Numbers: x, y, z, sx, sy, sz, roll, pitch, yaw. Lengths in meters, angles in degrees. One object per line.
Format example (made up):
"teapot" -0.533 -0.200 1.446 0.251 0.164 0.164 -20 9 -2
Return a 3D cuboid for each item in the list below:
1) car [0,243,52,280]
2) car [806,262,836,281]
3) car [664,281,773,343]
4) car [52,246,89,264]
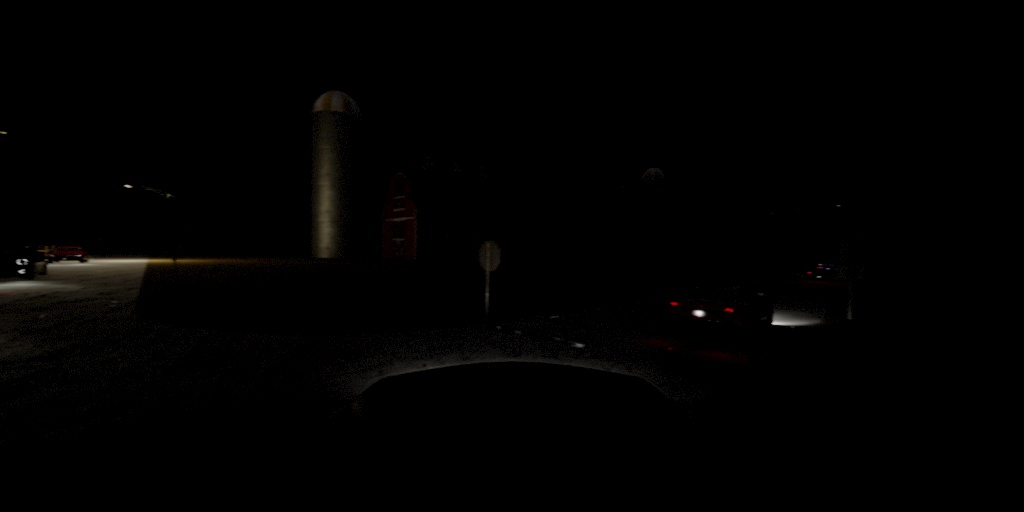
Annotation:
"car" -24.668 0.212 17.457 2.097 1.767 4.553 0 2 -45
"car" 28.086 1.495 32.498 4.718 1.301 1.895 -1 2 -45
"car" 6.104 1.440 10.428 1.994 1.385 4.181 2 1 45
"car" -37.864 -0.102 30.696 1.812 1.442 4.674 0 1 -45
